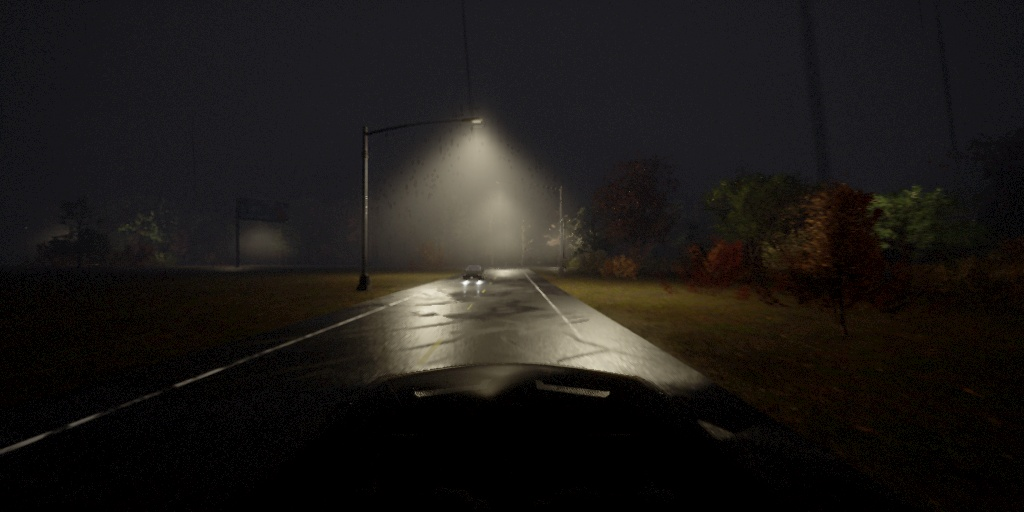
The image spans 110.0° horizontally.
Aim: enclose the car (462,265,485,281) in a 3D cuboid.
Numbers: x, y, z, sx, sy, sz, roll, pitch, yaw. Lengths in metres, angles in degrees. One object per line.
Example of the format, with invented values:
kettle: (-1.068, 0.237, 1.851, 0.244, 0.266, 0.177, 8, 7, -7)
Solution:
car: (-3.592, 1.576, 34.718, 2.033, 1.411, 5.357, 0, 0, 0)
